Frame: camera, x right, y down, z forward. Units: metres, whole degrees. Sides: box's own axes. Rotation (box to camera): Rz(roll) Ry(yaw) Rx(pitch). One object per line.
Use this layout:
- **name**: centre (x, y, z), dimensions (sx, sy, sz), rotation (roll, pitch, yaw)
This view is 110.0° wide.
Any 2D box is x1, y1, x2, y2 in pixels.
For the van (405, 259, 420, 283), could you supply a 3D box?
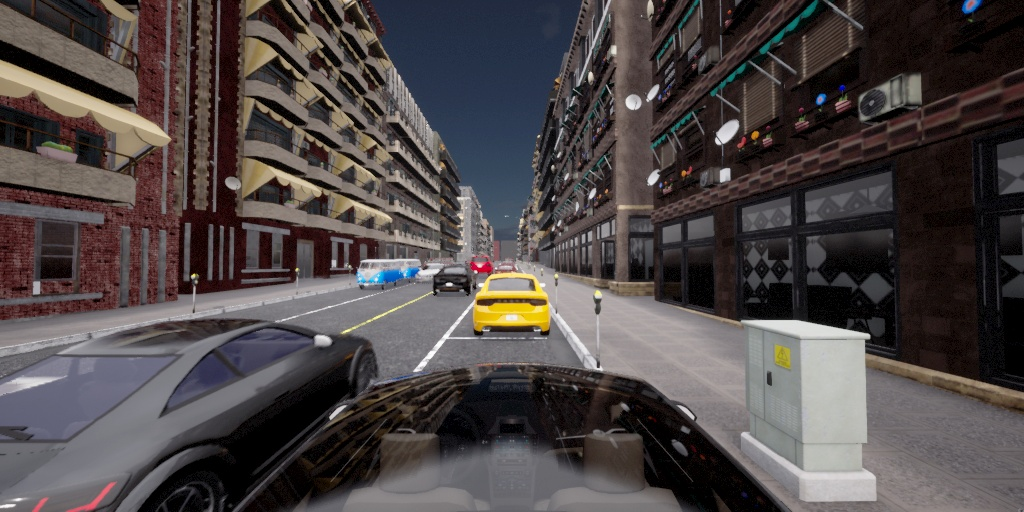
- **van**: centre (-8.335, 1.118, 28.134), dimensions (1.690, 1.789, 3.998), rotation (0, 0, 0)

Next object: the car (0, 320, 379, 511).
- **car**: centre (-2.928, 1.315, 3.542), dimensions (1.994, 1.385, 4.181), rotation (0, 0, 0)

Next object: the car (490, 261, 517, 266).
- **car**: centre (-0.452, 1.322, 28.072), dimensions (1.888, 1.381, 4.507), rotation (0, 0, 0)

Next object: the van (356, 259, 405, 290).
- **van**: centre (-8.335, 1.108, 22.603), dimensions (1.690, 1.789, 3.998), rotation (0, 0, 0)

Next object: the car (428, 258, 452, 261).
- **car**: centre (-8.335, 1.115, 39.194), dimensions (2.192, 1.841, 5.009), rotation (0, 0, 0)

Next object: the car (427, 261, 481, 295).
- **car**: centre (-3.021, 1.241, 19.773), dimensions (1.882, 1.535, 5.008), rotation (0, 0, 0)

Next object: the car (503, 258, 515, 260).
- **car**: centre (-0.445, 1.240, 39.134), dimensions (1.967, 1.591, 4.097), rotation (0, 0, 0)

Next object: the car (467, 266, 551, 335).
- **car**: centre (-0.006, 1.232, 10.503), dimensions (1.882, 1.535, 5.008), rotation (0, 0, 0)

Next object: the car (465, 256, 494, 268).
- **car**: centre (-2.924, 1.013, 35.258), dimensions (2.150, 2.045, 5.566), rotation (0, 0, 0)

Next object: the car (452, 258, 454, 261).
- **car**: centre (-8.335, 1.128, 44.724), dimensions (2.192, 1.841, 5.009), rotation (0, 0, 0)

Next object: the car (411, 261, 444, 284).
- **car**: centre (-5.868, 1.300, 27.021), dimensions (1.812, 1.442, 4.674), rotation (0, 0, 0)
